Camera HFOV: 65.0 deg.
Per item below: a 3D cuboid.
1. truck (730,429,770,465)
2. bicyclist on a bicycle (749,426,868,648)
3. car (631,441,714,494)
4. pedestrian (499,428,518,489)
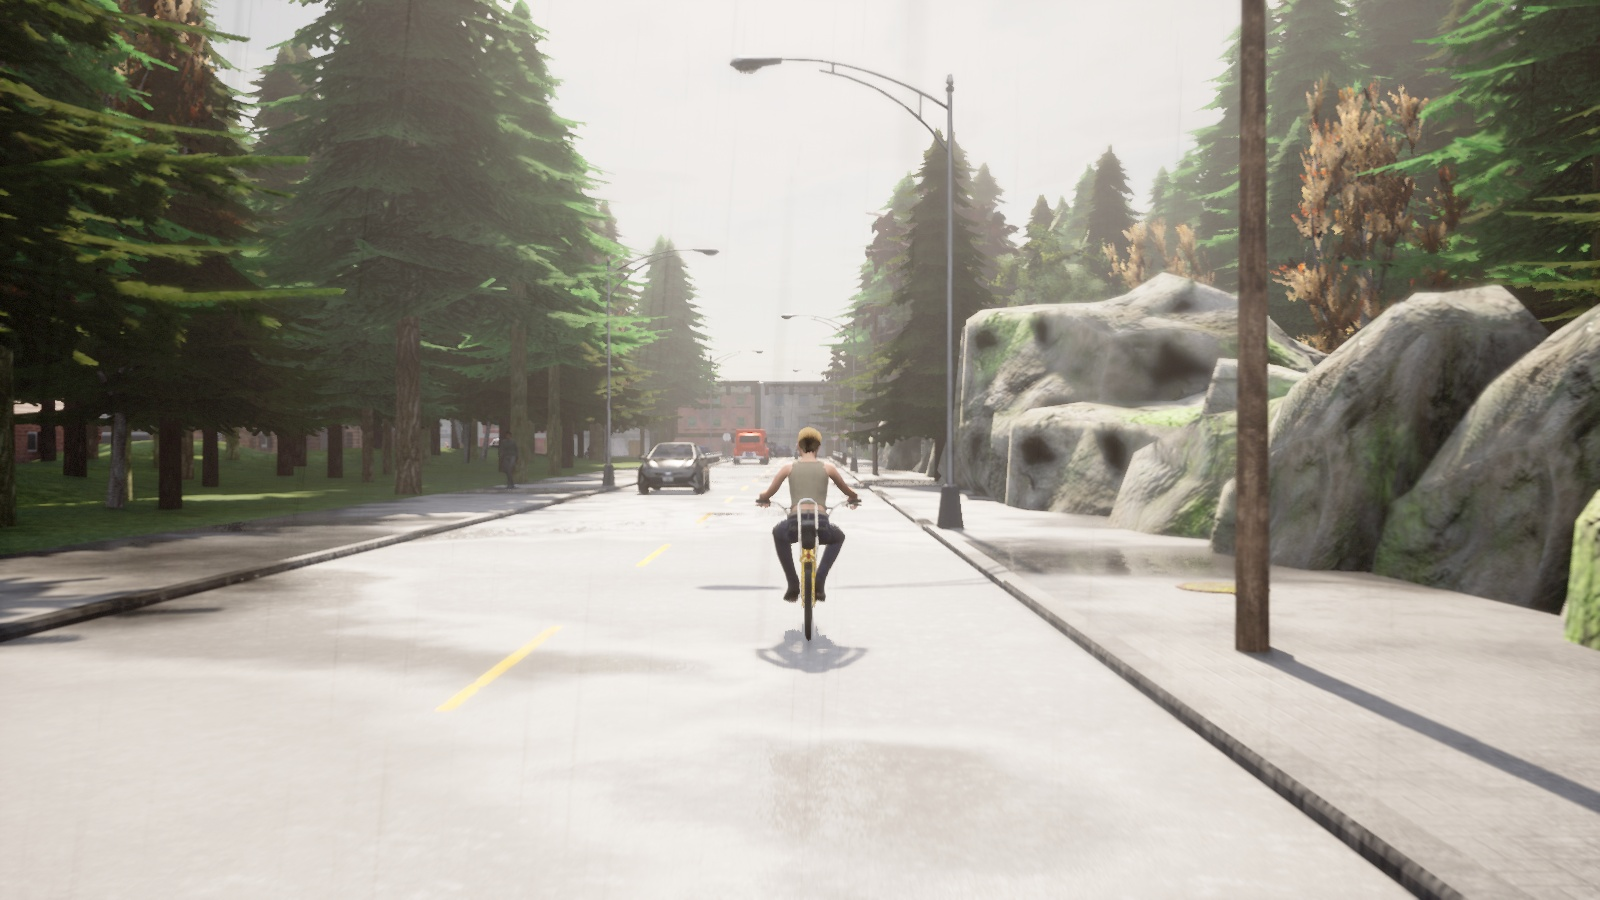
[{"bbox_3d":[-3.533,-0.219,89.466,2.627,2.467,5.204,0,0,0],"label":"truck"},{"bbox_3d":[0.067,0.630,9.907,0.866,1.612,1.509,0,0,1],"label":"bicyclist on a bicycle"},{"bbox_3d":[-3.771,0.487,37.899,2.007,1.525,4.514,0,0,0],"label":"car"},{"bbox_3d":[-8.897,0.243,38.338,0.353,1.847,0.614,0,0,8],"label":"pedestrian"}]
